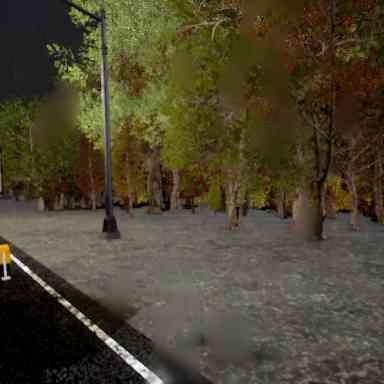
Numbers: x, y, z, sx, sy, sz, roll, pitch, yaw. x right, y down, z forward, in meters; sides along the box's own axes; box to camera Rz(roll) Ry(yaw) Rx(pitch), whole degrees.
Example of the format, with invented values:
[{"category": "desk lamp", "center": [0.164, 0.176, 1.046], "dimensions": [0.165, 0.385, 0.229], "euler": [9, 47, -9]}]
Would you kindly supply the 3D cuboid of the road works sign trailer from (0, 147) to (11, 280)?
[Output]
[{"category": "road works sign trailer", "center": [-6.435, 0.483, 8.967], "dimensions": [2.380, 3.560, 2.880], "euler": [-3, 2, -37]}]
